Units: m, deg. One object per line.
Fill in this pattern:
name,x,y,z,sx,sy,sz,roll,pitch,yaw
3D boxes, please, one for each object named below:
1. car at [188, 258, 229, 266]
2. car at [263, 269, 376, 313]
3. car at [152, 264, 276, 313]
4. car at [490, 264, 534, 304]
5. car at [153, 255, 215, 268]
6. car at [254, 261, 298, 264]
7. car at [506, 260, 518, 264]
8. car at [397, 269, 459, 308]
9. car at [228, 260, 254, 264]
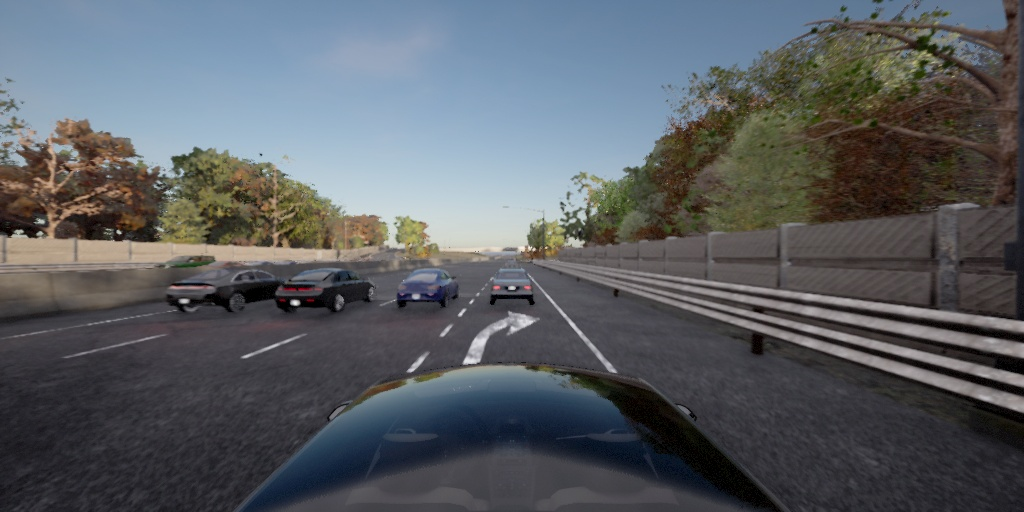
car,-28.065,1.200,34.841,1.882,1.535,5.008,0,0,0
car,-6.898,1.239,13.836,1.837,1.490,4.892,0,0,0
car,-10.398,1.224,13.798,2.128,1.511,4.902,0,0,0
car,0.002,1.281,16.239,2.033,1.411,5.357,0,0,0
car,-31.558,0.944,34.964,2.150,2.045,5.566,0,0,0
car,-21.078,1.250,33.230,1.812,1.442,4.674,0,0,0
car,0.007,1.287,46.891,2.033,1.411,5.357,0,0,0
car,-3.398,1.259,15.009,1.812,1.442,4.674,0,0,0
car,-24.565,1.249,34.843,1.812,1.442,4.674,0,0,0
